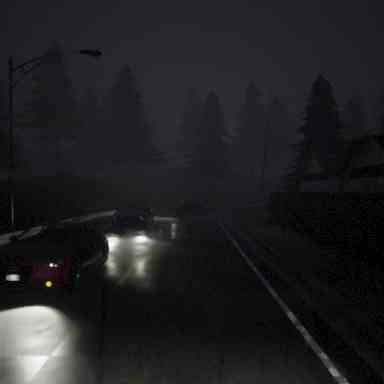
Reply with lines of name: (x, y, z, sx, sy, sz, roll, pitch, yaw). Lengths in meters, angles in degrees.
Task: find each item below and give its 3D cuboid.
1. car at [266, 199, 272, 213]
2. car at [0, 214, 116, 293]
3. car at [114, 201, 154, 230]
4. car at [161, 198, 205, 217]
car: (9.280, 1.120, 31.129, 4.553, 1.767, 2.097, 0, 0, -18)
car: (-3.550, 1.498, 8.613, 1.994, 1.385, 4.181, 0, 1, 1)
car: (-3.428, 1.331, 20.003, 1.882, 1.535, 5.008, 0, 0, 0)
car: (-0.687, 1.302, 29.335, 1.812, 1.442, 4.674, 0, 1, 41)
